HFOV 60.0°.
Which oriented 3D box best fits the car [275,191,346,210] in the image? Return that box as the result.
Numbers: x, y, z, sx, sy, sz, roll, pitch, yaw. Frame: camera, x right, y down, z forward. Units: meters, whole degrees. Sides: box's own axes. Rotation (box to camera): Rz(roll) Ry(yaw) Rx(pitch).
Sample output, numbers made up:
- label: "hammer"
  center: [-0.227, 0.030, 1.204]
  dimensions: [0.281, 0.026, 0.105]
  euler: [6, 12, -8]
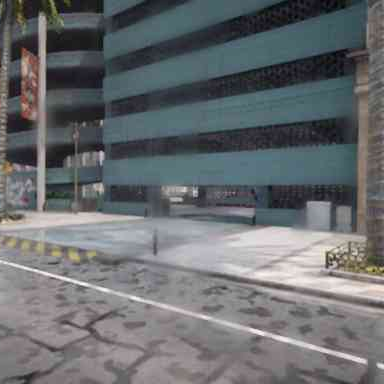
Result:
- label: "car"
  center: [8.943, 0.958, 23.688]
  dimensions: [5.566, 2.045, 2.435]
  euler: [1, 0, 36]

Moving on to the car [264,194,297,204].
- label: "car"
  center: [13.865, 1.113, 52.147]
  dimensions: [4.674, 1.452, 2.002]
  euler: [1, 0, 36]
